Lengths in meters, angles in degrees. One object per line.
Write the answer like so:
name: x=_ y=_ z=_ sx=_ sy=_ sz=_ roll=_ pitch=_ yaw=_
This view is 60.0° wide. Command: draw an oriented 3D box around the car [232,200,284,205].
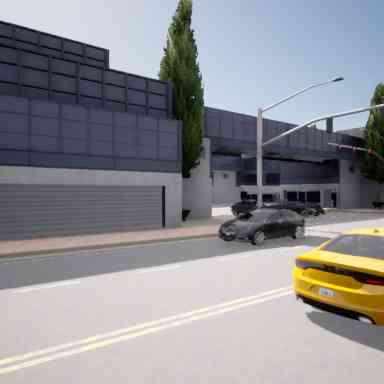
car: x=5.673 y=1.504 z=30.656 sx=1.837 sy=1.490 sz=4.892 roll=0 pitch=0 yaw=-37

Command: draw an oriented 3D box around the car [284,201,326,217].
car: x=9.681 y=1.547 z=31.142 sx=2.033 sy=1.411 sz=5.357 roll=0 pitch=0 yaw=-37

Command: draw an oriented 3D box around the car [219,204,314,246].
car: x=3.359 y=1.505 z=15.371 sx=4.892 sy=1.490 sz=1.837 roll=0 pitch=1 yaw=-40

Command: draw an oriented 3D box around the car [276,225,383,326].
car: x=4.187 y=1.478 z=6.829 sx=5.008 sy=1.535 sz=1.882 roll=0 pitch=0 yaw=-36
